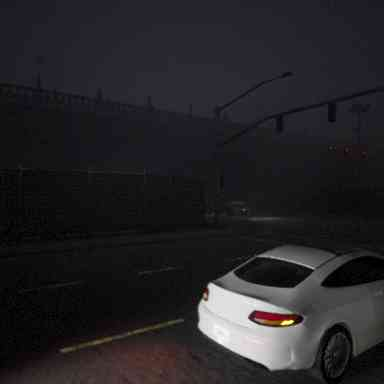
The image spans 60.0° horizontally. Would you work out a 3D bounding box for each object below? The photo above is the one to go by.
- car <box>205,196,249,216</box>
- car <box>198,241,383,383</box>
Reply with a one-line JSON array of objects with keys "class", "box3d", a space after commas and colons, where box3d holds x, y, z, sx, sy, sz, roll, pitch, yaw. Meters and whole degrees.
[{"class": "car", "box3d": [3.498, 1.402, 34.928, 2.150, 2.045, 5.566, 0, 0, -35]}, {"class": "car", "box3d": [2.246, 1.552, 5.373, 4.674, 1.442, 1.812, 0, 0, -35]}]
